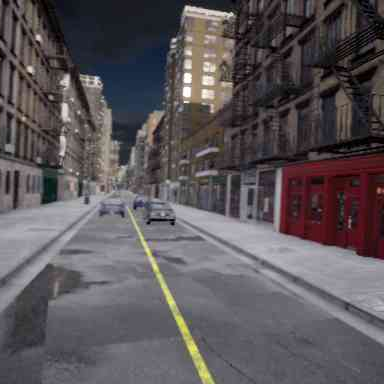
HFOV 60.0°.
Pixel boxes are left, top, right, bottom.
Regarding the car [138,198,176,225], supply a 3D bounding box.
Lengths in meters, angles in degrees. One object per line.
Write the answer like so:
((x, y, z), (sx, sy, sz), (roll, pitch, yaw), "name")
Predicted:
((-2.286, 1.388, 22.542), (2.033, 1.411, 5.357), (3, 0, -12), "car")

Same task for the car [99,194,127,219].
((-6.117, 1.170, 25.778), (1.812, 1.442, 4.674), (3, 0, -12), "car")

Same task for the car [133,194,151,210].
((-5.546, 1.022, 37.383), (2.097, 1.767, 4.553), (3, 0, -12), "car")

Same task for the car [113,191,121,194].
((-19.407, 0.565, 86.069), (2.128, 1.511, 4.902), (3, 0, -12), "car")
